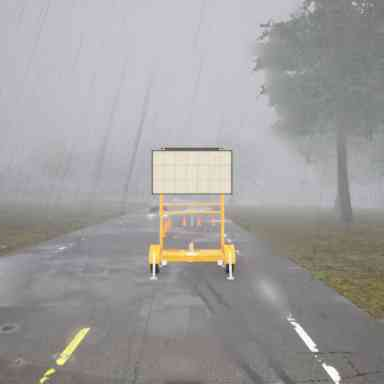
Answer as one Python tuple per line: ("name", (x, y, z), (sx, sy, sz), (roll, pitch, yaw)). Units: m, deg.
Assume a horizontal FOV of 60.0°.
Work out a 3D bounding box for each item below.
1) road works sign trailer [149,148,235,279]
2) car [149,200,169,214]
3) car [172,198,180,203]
("road works sign trailer", (0.002, 0.478, 10.019), (2.380, 3.560, 2.880), (0, 0, 0))
("car", (-3.746, 1.634, 38.187), (1.882, 1.535, 5.008), (0, 0, 0))
("car", (-4.412, 2.407, 89.363), (1.812, 1.442, 4.674), (0, -1, -1))
